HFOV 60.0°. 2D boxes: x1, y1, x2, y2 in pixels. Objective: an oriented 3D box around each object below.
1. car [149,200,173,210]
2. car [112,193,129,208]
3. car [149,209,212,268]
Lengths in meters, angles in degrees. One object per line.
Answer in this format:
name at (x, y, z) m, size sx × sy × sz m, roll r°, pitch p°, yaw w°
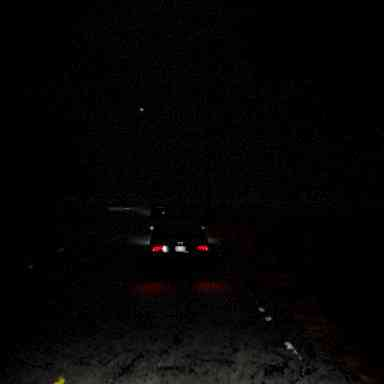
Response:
car at (-2.788, 1.499, 29.998) m, size 2.128 × 1.511 × 4.902 m, roll 0°, pitch 0°, yaw -10°
car at (-10.779, 1.246, 50.115) m, size 2.150 × 2.045 × 5.566 m, roll 0°, pitch 0°, yaw -17°
car at (-0.467, 1.549, 11.300) m, size 2.033 × 1.411 × 5.357 m, roll 0°, pitch 0°, yaw -4°
